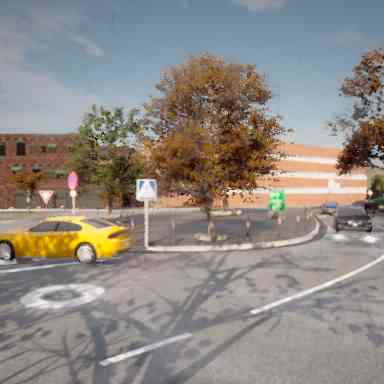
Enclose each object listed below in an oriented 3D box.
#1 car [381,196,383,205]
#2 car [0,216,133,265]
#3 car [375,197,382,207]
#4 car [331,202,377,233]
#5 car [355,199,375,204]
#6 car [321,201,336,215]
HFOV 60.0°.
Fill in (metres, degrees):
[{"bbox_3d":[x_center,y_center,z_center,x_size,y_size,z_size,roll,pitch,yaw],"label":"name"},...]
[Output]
[{"bbox_3d":[37.237,1.703,63.626,2.435,2.045,5.566,0,-1,-34],"label":"car"},{"bbox_3d":[-4.609,1.617,11.906,5.008,1.535,1.882,-1,0,13],"label":"car"},{"bbox_3d":[26.781,1.900,51.116,4.674,1.442,1.812,1,-1,-35],"label":"car"},{"bbox_3d":[9.651,1.569,20.159,1.837,1.490,4.892,0,-1,21],"label":"car"},{"bbox_3d":[22.003,1.841,43.300,2.033,1.411,5.357,-1,-1,34],"label":"car"},{"bbox_3d":[15.448,1.745,36.857,1.812,1.442,4.674,0,-1,20],"label":"car"}]
